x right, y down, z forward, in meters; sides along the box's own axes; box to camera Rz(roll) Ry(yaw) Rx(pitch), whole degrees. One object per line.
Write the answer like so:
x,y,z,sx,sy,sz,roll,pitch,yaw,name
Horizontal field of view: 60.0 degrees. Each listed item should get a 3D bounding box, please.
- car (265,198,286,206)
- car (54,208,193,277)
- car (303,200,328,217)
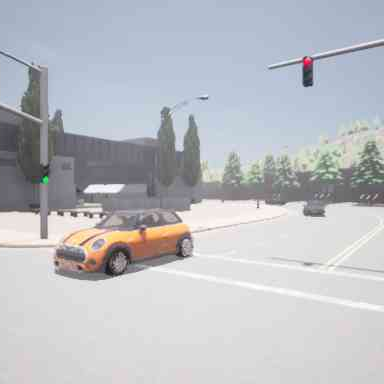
14.098,1.615,55.996,1.895,1.301,4.718,0,0,-11,car
-1.952,1.350,10.555,2.097,1.767,4.553,0,0,36,car
11.677,1.567,31.409,1.837,1.490,4.892,2,1,23,car
